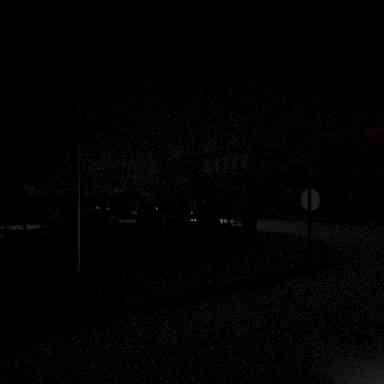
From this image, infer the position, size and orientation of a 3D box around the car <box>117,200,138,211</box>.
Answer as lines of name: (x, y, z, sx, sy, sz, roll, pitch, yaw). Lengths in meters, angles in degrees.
car: (-7.482, 1.547, 38.140, 2.033, 1.411, 5.357, 0, 0, -35)

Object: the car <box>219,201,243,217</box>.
car: (2.744, 1.548, 30.932, 2.033, 1.411, 5.357, 0, 0, -35)

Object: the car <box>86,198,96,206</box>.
car: (-16.109, 1.527, 50.406, 1.812, 1.442, 4.674, 0, 0, -35)

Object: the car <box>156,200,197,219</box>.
car: (-1.427, 1.505, 29.629, 1.837, 1.490, 4.892, 0, 0, -35)
